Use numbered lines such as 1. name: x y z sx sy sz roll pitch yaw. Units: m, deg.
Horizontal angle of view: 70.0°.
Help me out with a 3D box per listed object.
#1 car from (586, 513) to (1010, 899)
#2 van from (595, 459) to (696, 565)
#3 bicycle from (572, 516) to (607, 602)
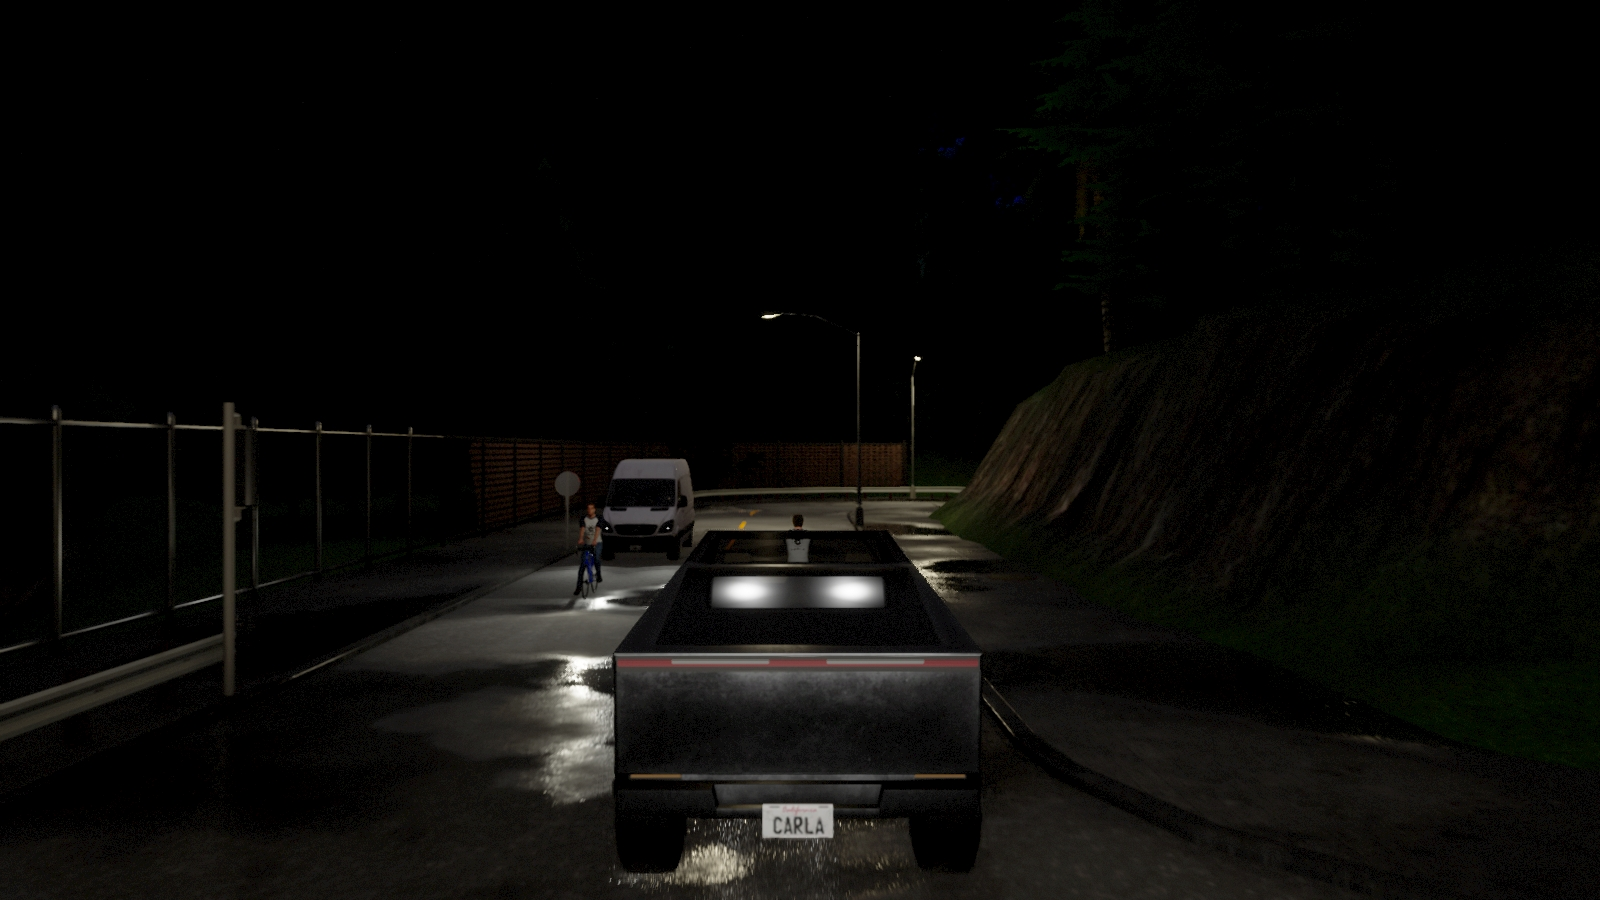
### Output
1. car: -0.017 1.754 9.582 2.390 2.098 6.274 0 0 0
2. van: -4.062 1.535 31.029 1.988 2.561 5.915 0 0 0
3. bicycle: -4.031 2.057 21.934 0.373 1.496 1.643 0 0 0
